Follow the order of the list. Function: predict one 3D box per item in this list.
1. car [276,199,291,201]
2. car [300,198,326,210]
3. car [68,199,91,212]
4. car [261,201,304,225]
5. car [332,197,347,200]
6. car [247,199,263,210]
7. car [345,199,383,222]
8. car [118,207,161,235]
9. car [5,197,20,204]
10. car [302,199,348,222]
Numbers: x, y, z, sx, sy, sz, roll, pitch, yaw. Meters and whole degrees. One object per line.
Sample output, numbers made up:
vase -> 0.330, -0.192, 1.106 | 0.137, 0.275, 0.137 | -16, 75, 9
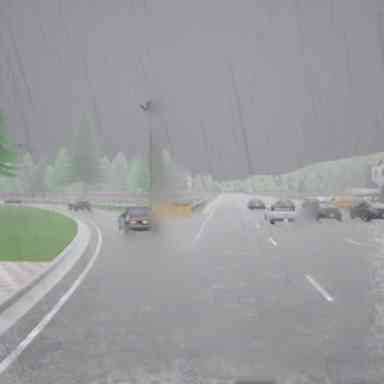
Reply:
car -> 11.664, 1.519, 42.246 | 1.994, 1.385, 4.181 | 0, 0, 6
car -> 15.143, 1.505, 41.872 | 1.994, 1.385, 4.181 | 0, 0, 6
car -> -13.476, 1.564, 39.740 | 1.837, 1.490, 4.892 | 0, 0, -32
car -> 6.393, 1.577, 24.110 | 1.895, 1.301, 4.718 | 0, 0, 6
car -> 18.720, 1.404, 42.498 | 1.882, 1.535, 5.008 | 0, 0, 6
car -> 8.188, 1.534, 42.680 | 1.994, 1.385, 4.181 | 0, 0, 6
car -> 13.517, 1.472, 25.199 | 1.812, 1.442, 4.674 | 0, 0, 5
car -> -3.093, 1.562, 18.919 | 2.033, 1.411, 5.357 | 0, 0, -18
car -> -36.400, 1.710, 67.352 | 1.994, 1.385, 4.181 | 0, 0, -44
car -> 10.047, 1.486, 25.690 | 1.812, 1.442, 4.674 | 0, 0, 5
